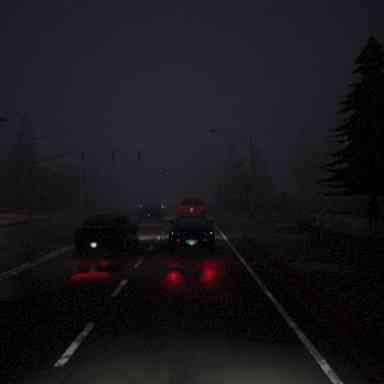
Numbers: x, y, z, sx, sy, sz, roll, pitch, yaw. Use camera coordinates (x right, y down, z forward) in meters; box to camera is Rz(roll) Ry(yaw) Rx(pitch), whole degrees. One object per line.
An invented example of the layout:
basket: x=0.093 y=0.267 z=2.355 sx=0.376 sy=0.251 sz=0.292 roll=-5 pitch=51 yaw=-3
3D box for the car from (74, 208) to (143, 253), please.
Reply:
car: x=-3.504 y=1.642 z=14.308 sx=1.837 sy=1.490 sz=4.892 roll=0 pitch=0 yaw=0

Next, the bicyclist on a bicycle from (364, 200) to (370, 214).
bicyclist on a bicycle: x=18.231 y=1.624 z=34.382 sx=0.582 sy=1.620 sz=1.656 roll=0 pitch=-1 yaw=0

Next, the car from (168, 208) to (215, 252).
car: x=-0.003 y=1.661 z=14.376 sx=1.812 sy=1.442 sz=4.674 roll=0 pitch=0 yaw=0

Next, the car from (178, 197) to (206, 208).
car: x=-0.006 y=1.488 z=29.007 sx=2.150 sy=2.045 sz=5.566 roll=0 pitch=0 yaw=0

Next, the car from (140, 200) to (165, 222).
car: x=-3.510 y=1.753 z=29.474 sx=1.882 sy=1.535 sz=5.008 roll=0 pitch=0 yaw=0
